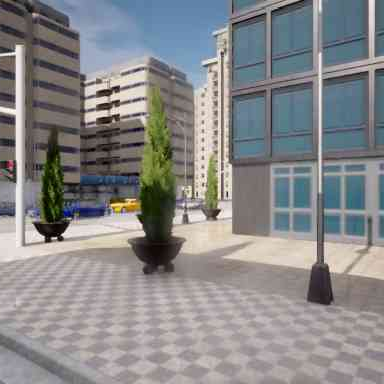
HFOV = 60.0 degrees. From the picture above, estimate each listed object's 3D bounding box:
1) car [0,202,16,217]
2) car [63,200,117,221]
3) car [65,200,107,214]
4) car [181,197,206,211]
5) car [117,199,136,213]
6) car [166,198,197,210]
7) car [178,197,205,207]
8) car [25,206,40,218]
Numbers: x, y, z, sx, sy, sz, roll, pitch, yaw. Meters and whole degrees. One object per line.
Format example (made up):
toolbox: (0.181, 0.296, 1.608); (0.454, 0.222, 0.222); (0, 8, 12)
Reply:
car: (-17.144, 1.603, 29.756); (2.033, 1.411, 5.357); (0, 0, 35)
car: (-9.234, 1.533, 28.495); (1.882, 1.535, 5.008); (0, 0, 36)
car: (-11.806, 1.619, 37.283); (1.994, 1.385, 4.181); (0, 0, 35)
car: (0.790, 1.656, 42.600); (1.895, 1.301, 4.718); (0, 0, 35)
car: (-7.163, 1.533, 37.783); (1.882, 1.535, 5.008); (0, 0, 35)
car: (-1.383, 1.581, 45.911); (1.812, 1.442, 4.674); (0, 0, 35)
car: (-0.023, 1.581, 53.833); (1.812, 1.442, 4.674); (0, 0, 36)
car: (-12.488, 1.581, 30.236); (1.812, 1.442, 4.674); (0, 0, 35)
